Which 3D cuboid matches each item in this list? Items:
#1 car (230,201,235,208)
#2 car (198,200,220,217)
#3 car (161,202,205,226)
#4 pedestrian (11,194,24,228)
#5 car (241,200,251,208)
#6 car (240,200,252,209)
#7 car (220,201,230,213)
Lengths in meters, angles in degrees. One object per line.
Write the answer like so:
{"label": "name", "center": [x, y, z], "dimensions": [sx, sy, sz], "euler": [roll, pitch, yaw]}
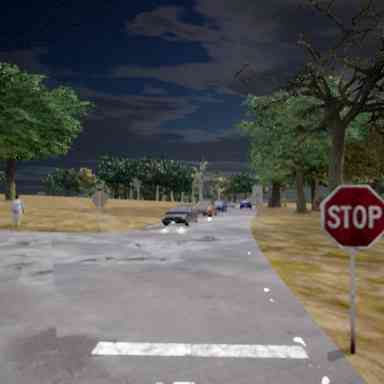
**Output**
{"label": "car", "center": [6.734, 2.299, 60.084], "dimensions": [1.895, 1.301, 4.718], "euler": [0, -1, 10]}
{"label": "car", "center": [1.345, 1.654, 34.772], "dimensions": [2.097, 1.767, 4.553], "euler": [0, -1, 13]}
{"label": "car", "center": [-0.703, 1.712, 25.006], "dimensions": [2.033, 1.411, 5.357], "euler": [0, -1, 12]}
{"label": "pedestrian", "center": [-9.703, 1.039, 18.427], "dimensions": [0.375, 1.860, 0.375], "euler": [0, -4, 3]}
{"label": "car", "center": [10.699, 2.283, 65.628], "dimensions": [1.882, 1.535, 5.008], "euler": [0, -1, 8]}
{"label": "car", "center": [9.007, 2.091, 55.434], "dimensions": [1.882, 1.535, 5.008], "euler": [0, -1, 11]}
{"label": "car", "center": [3.599, 1.924, 44.735], "dimensions": [1.882, 1.535, 5.008], "euler": [0, -1, 12]}
